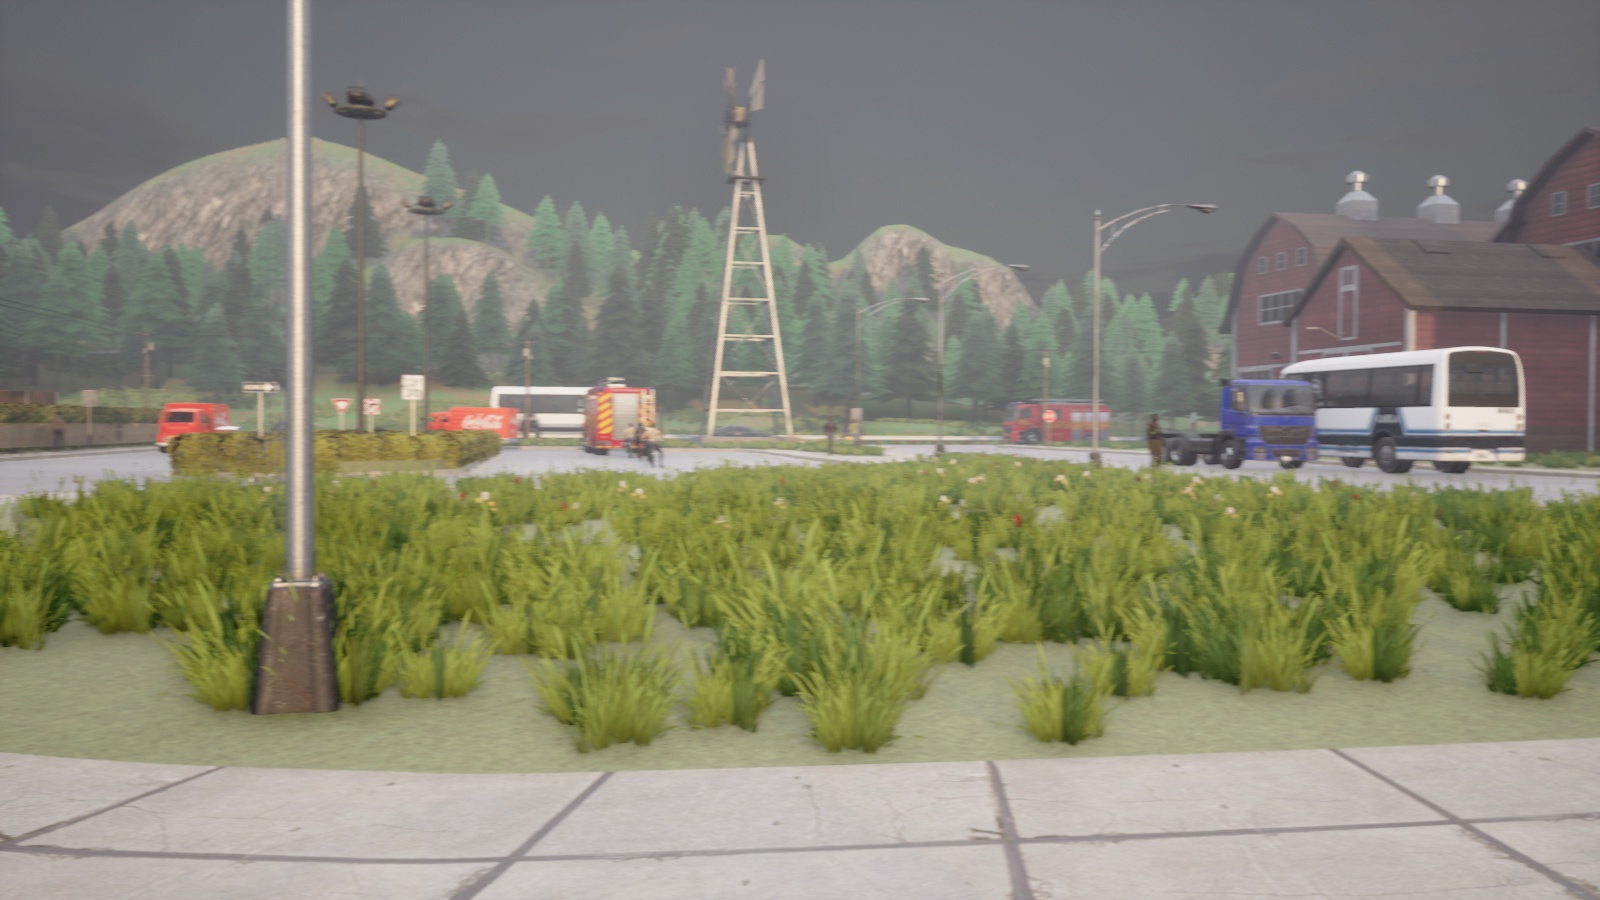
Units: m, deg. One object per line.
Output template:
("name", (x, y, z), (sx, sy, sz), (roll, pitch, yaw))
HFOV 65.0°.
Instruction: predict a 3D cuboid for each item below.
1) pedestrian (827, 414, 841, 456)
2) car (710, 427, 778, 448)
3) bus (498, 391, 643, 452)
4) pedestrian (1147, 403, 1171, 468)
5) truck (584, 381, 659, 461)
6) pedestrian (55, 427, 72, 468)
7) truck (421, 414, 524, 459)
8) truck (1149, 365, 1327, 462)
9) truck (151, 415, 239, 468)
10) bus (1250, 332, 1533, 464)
("pedestrian", (1.558, -0.694, 57.718), (0.402, 1.930, 0.666), (-1, 1, -21))
("car", (-4.224, -0.983, 94.956), (4.892, 1.490, 1.837), (-1, 1, -11))
("bus", (-16.872, -2.124, 92.542), (10.273, 4.253, 3.944), (-1, 1, -11))
("pedestrian", (10.747, -0.442, 37.596), (0.395, 1.930, 0.692), (-1, 1, -13))
("truck", (-9.343, -1.488, 64.898), (2.891, 3.827, 8.468), (-1, 1, -14))
("pedestrian", (-32.448, -0.126, 55.325), (0.328, 1.805, 0.869), (-1, 1, -12))
("truck", (-18.797, -0.809, 72.278), (5.204, 2.467, 2.627), (-1, 1, 2))
("truck", (16.918, -1.400, 49.184), (2.891, 3.462, 7.936), (-1, 1, -12))
("truck", (-29.669, -0.438, 61.815), (2.627, 2.467, 5.204), (-1, 1, -11))
("bus", (21.147, -1.797, 45.989), (3.944, 4.253, 10.273), (-1, 1, -12))
